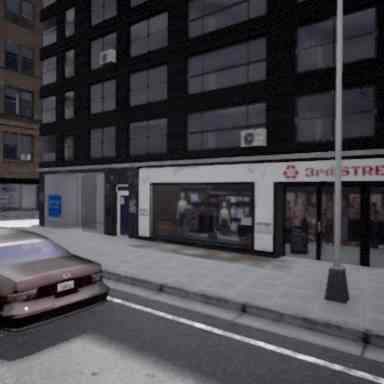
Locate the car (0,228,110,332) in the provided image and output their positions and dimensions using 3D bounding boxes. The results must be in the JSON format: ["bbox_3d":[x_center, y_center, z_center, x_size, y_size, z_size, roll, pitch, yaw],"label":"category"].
[{"bbox_3d":[-3.964,1.446,6.555,5.357,1.411,2.033,1,1,36],"label":"car"}]
